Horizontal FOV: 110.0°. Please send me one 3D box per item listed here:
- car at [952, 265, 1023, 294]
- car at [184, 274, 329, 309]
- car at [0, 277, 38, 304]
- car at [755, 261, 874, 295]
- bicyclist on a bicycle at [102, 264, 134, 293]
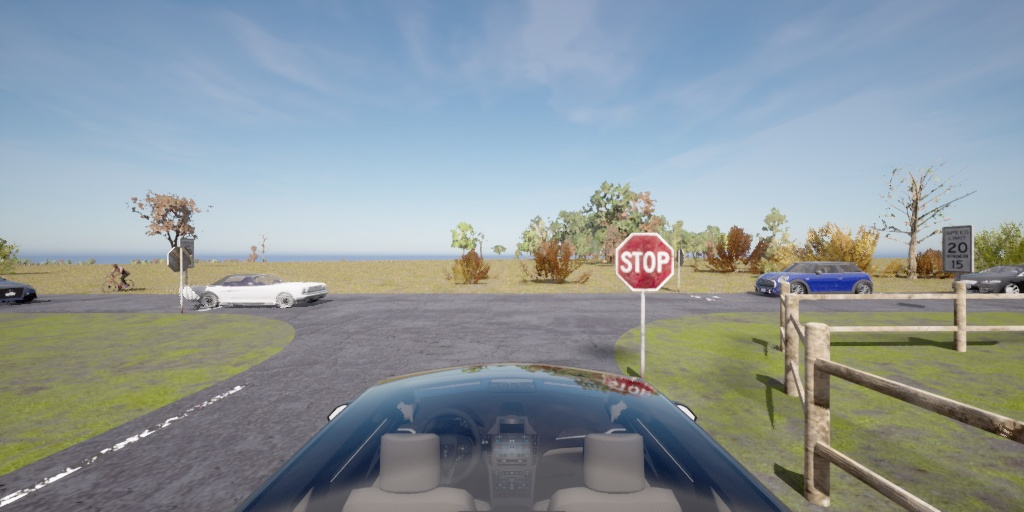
[{"bbox_3d":[24.275,1.180,17.221,4.902,1.511,2.128,0,0,0],"label":"car"},{"bbox_3d":[-10.122,1.375,14.487,4.718,1.301,1.895,0,0,0],"label":"car"},{"bbox_3d":[-22.298,1.372,14.568,4.181,1.385,1.994,0,0,1],"label":"car"},{"bbox_3d":[14.369,1.062,17.283,4.553,1.767,2.097,0,0,0],"label":"car"},{"bbox_3d":[-22.541,1.261,20.536,0.582,1.620,1.656,0,0,0],"label":"bicyclist on a bicycle"}]
